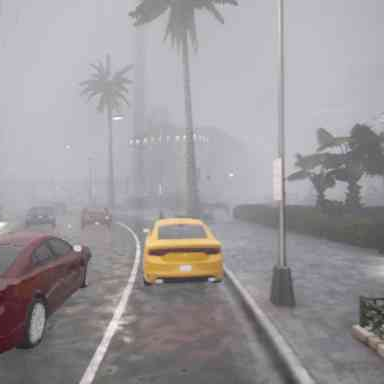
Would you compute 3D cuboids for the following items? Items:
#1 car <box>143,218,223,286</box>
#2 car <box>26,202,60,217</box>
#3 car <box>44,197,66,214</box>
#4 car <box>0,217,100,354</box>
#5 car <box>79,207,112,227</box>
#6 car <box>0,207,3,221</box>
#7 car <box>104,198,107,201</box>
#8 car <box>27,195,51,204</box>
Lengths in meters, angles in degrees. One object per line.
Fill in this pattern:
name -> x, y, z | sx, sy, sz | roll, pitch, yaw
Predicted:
car -> -0.389, 1.495, 9.623 | 1.882, 1.535, 5.008 | 0, 0, -6
car -> -10.471, 1.634, 23.041 | 2.033, 1.411, 5.357 | 0, 0, -23
car -> -15.472, 1.637, 36.762 | 1.837, 1.490, 4.892 | 0, -1, -41
car -> -3.286, 1.503, 6.240 | 1.882, 1.535, 5.008 | 0, 0, -4
car -> -6.758, 1.671, 22.939 | 1.895, 1.301, 4.718 | 0, 0, -21
car -> -17.172, 1.648, 28.071 | 1.882, 1.535, 5.008 | 0, 0, -34
car -> -24.425, 1.832, 86.125 | 4.718, 1.301, 1.895 | 0, 0, 26
car -> -32.132, 1.517, 69.747 | 4.553, 1.767, 2.185 | 0, 0, 26
